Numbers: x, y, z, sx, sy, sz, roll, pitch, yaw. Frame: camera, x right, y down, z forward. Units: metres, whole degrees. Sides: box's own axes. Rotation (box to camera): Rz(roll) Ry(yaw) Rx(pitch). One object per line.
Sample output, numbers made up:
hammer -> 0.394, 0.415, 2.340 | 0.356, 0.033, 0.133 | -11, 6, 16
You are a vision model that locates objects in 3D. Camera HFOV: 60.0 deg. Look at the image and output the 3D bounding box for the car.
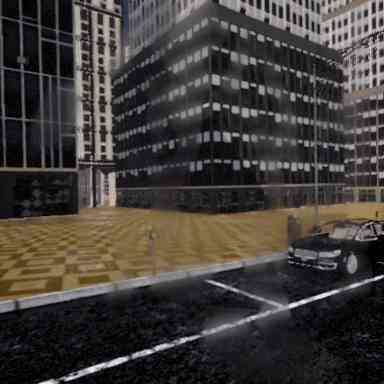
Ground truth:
car -> 4.704, 1.497, 9.943 | 4.403, 1.369, 2.008 | 0, -1, -36
